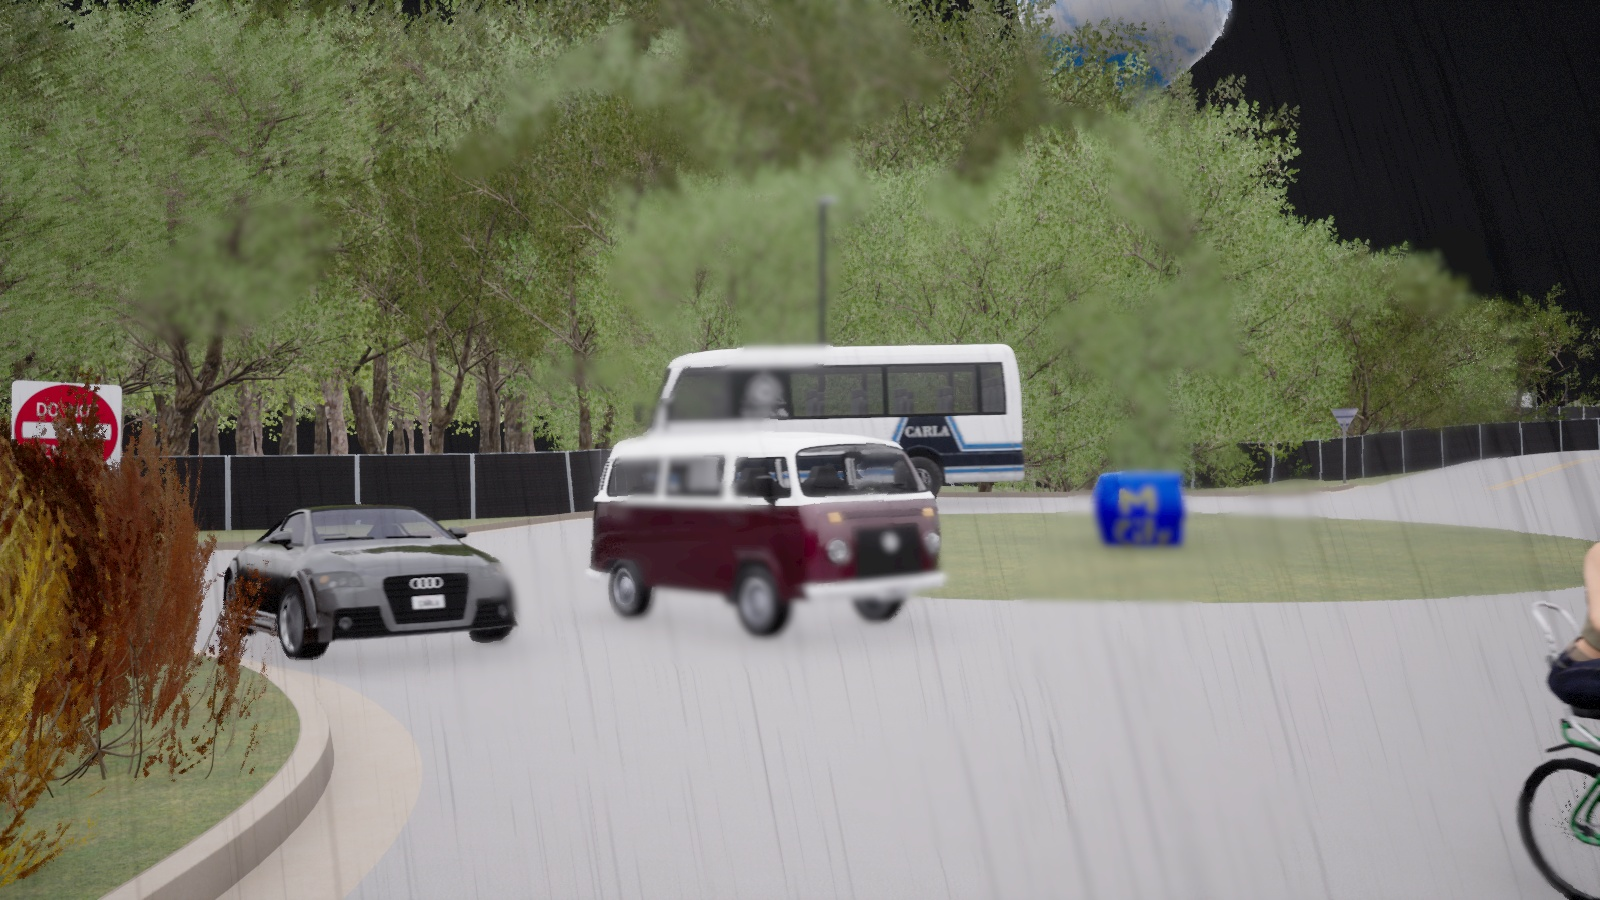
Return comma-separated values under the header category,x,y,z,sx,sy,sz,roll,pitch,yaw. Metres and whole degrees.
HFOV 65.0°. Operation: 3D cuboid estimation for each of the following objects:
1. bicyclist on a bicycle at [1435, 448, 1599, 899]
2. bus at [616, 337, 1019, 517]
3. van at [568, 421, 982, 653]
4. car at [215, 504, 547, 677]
category,x,y,z,sx,sy,sz,roll,pitch,yaw
bicyclist on a bicycle,3.003,0.804,4.003,0.866,1.612,1.509,-3,0,-17
bus,0.288,-0.636,34.042,10.273,4.253,3.944,-2,0,-8
van,-0.455,0.829,13.484,2.069,2.038,4.480,-1,-1,-39
car,-4.389,1.282,12.702,1.994,1.385,4.181,0,-3,-36
